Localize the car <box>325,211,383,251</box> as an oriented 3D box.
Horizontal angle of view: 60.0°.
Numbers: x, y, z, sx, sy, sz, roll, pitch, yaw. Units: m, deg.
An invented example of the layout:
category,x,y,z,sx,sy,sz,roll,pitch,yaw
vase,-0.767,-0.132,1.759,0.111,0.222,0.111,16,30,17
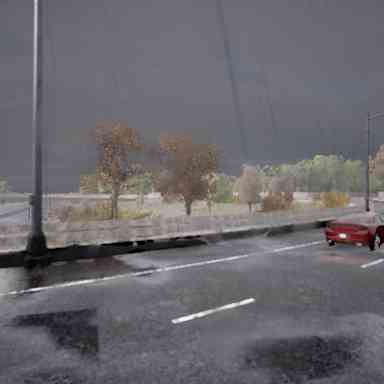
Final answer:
category,x,y,z,sx,sy,sz,roll,pitch,yaw
car,7.848,1.620,15.085,5.008,1.535,1.882,0,0,-44
